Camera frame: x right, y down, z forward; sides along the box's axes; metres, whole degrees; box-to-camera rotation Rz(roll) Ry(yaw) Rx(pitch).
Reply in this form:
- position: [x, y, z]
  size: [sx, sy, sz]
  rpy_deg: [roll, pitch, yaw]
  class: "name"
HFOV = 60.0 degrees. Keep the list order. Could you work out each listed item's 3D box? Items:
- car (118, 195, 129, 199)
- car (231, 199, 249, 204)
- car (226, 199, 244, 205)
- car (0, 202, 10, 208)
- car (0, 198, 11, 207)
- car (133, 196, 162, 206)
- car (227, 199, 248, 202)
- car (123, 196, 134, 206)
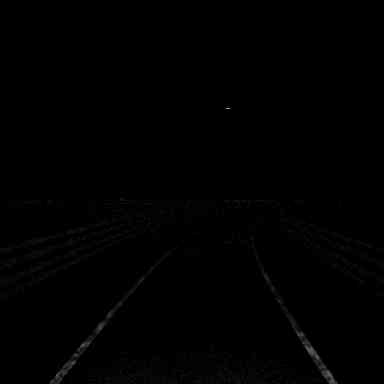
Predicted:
- position: [-12.766, 1.748, 69.005]
  size: [5.566, 2.045, 2.150]
  rpy_deg: [1, -1, -42]
  class: "car"
- position: [13.278, 2.649, 92.580]
  size: [5.357, 1.411, 2.033]
  rpy_deg: [1, -1, -42]
  class: "car"
- position: [11.194, 2.493, 85.971]
  size: [4.892, 1.490, 1.837]
  rpy_deg: [1, -1, -42]
  class: "car"
- position: [-29.730, 1.572, 48.924]
  size: [5.357, 1.411, 2.033]
  rpy_deg: [1, -1, -42]
  class: "car"
- position: [-31.321, 1.670, 52.217]
  size: [4.718, 1.301, 1.895]
  rpy_deg: [1, -1, -42]
  class: "car"
- position: [-8.115, 1.966, 63.771]
  size: [5.008, 1.535, 1.882]
  rpy_deg: [1, -1, -42]
  class: "car"
- position: [10.564, 2.435, 80.680]
  size: [4.902, 1.511, 2.128]
  rpy_deg: [1, -1, -42]
  class: "car"
- position: [-10.492, 1.990, 66.340]
  size: [5.008, 1.535, 1.882]
  rpy_deg: [1, -1, -42]
  class: "car"
